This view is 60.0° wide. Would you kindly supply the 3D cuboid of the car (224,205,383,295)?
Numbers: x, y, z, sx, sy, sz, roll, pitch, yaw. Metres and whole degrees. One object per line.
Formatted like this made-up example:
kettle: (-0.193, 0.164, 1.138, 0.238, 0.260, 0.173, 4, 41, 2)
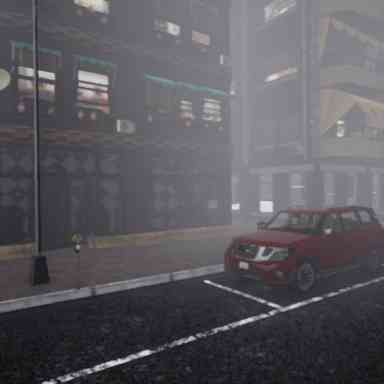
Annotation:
car: (3.198, 1.308, 8.846, 5.009, 1.841, 2.192, 0, -1, -36)
